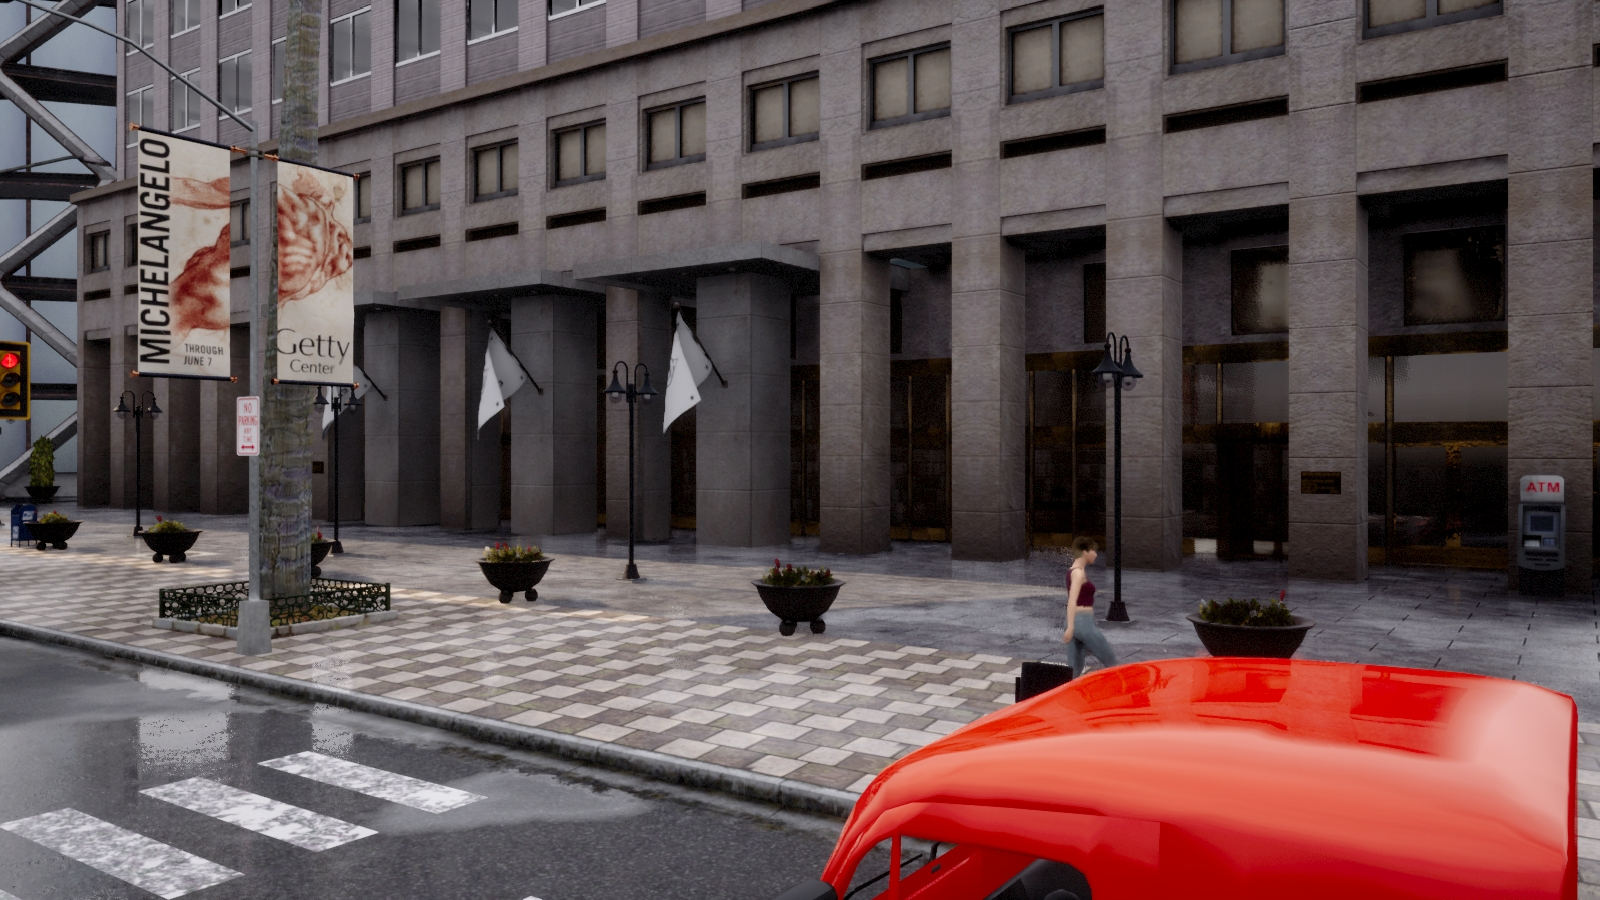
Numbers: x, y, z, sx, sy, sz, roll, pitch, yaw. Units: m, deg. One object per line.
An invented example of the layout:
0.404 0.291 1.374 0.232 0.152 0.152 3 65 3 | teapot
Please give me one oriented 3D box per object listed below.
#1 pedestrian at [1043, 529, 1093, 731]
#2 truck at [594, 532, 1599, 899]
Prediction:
2.545 1.695 10.884 0.375 1.860 0.375 0 0 -2 | pedestrian
2.439 1.568 2.094 5.204 2.467 2.627 0 0 35 | truck
